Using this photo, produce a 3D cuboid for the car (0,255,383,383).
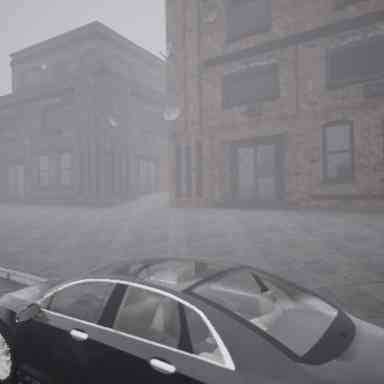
[{"bbox_3d":[-0.471,1.472,3.673,4.892,1.521,2.231,0,0,36],"label":"car"}]
